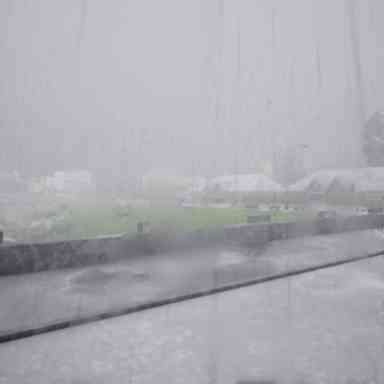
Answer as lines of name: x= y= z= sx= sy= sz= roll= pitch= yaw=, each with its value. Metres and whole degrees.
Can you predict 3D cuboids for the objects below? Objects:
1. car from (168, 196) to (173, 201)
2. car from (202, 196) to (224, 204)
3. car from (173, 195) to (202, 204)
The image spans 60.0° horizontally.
car: x=-3.101 y=1.343 z=69.086 sx=1.882 sy=1.535 sz=5.008 roll=0 pitch=0 yaw=-36
car: x=3.646 y=1.398 z=59.690 sx=1.882 sy=1.535 sz=5.008 roll=0 pitch=0 yaw=-35
car: x=-0.802 y=1.435 z=58.905 sx=1.837 sy=1.490 sz=4.892 roll=0 pitch=0 yaw=-35
